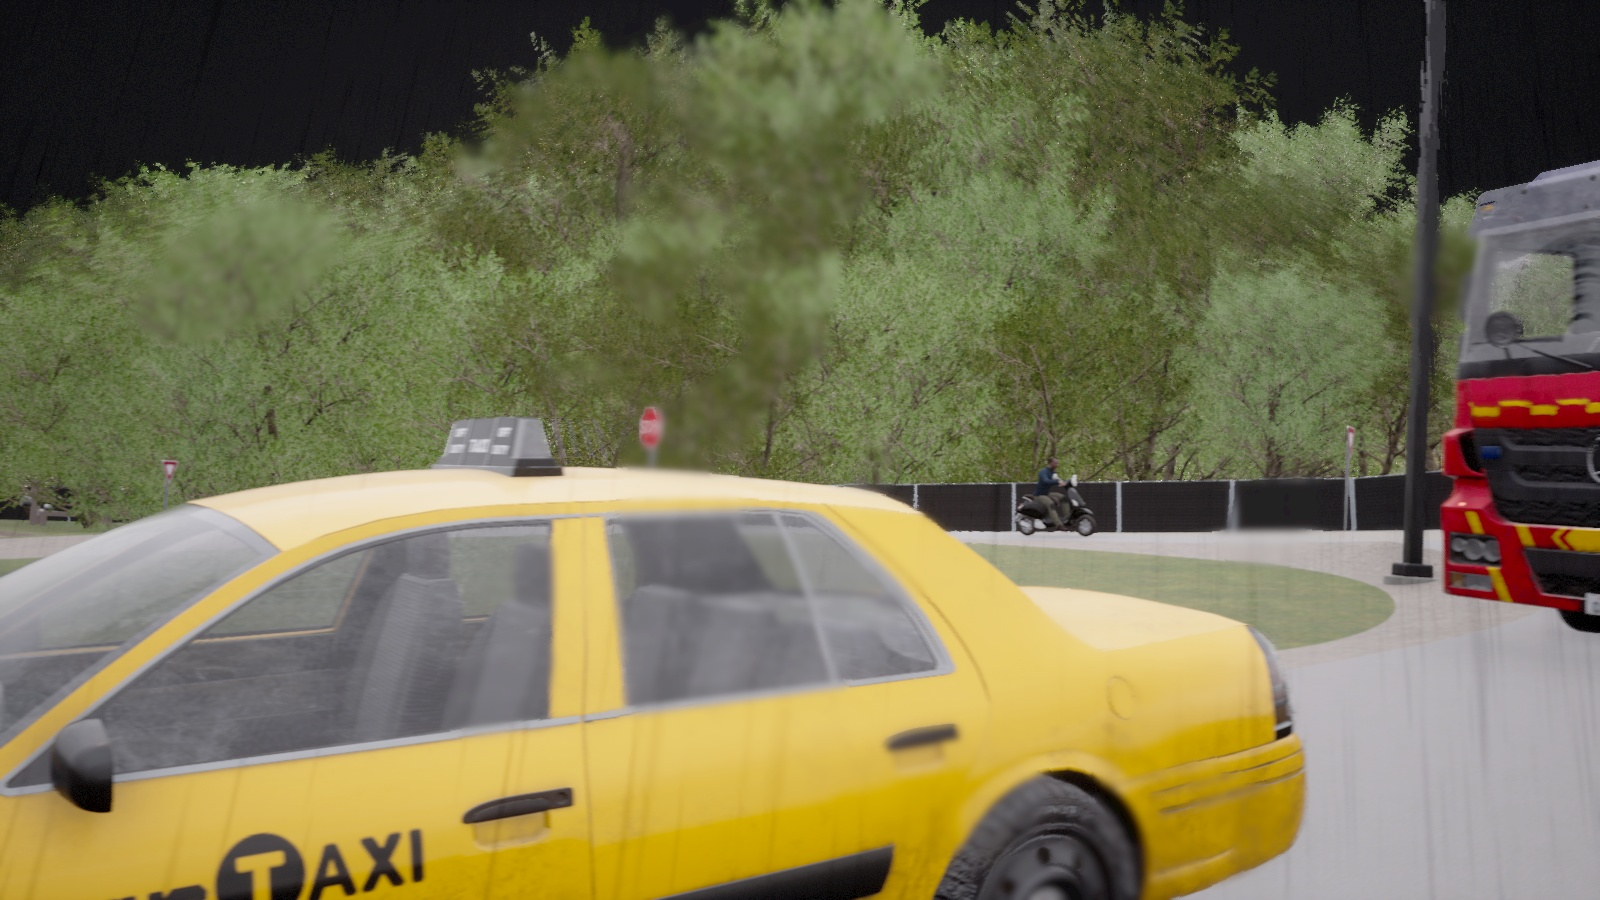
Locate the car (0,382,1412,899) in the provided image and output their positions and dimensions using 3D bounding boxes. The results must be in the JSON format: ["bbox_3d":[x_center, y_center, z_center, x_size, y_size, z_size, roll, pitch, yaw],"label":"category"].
[{"bbox_3d":[-0.840,0.693,3.076,5.366,1.575,1.801,0,0,-35],"label":"car"}]

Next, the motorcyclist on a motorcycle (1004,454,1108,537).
[{"bbox_3d":[5.075,0.909,24.963,1.817,1.590,0.866,-3,-4,42],"label":"motorcyclist on a motorcycle"}]

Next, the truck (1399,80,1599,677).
[{"bbox_3d":[9.005,-0.516,9.772,8.468,3.827,2.891,-1,0,-23],"label":"truck"}]
